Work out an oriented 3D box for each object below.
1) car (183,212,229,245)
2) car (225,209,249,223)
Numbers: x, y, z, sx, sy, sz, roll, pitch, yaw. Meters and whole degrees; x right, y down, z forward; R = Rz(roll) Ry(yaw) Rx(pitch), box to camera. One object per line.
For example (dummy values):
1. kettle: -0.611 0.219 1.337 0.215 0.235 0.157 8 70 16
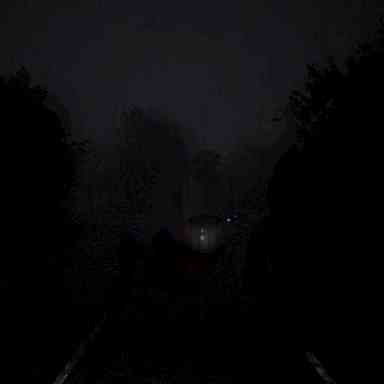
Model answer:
1. car: 0.702 1.814 16.585 1.895 1.301 4.718 0 -2 5
2. car: 4.231 2.329 32.457 1.895 1.301 4.718 -1 -2 22
